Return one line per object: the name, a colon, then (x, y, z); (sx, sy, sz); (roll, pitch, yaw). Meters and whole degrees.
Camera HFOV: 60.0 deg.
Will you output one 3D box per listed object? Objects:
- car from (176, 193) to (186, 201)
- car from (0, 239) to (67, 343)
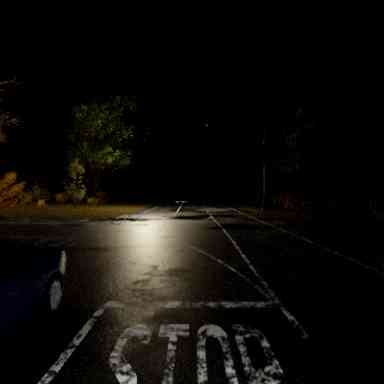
car: (-2.731, 1.246, 83.654); (2.150, 2.045, 5.566); (0, 0, 6)
car: (-3.484, 1.488, 4.757); (1.882, 1.535, 5.008); (0, 0, 0)
